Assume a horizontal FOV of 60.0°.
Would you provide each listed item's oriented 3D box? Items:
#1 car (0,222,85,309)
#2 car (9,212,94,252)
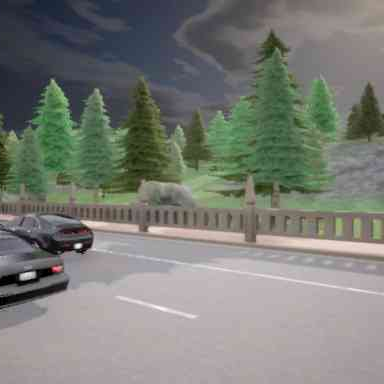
[{"bbox_3d":[-4.983,1.563,7.475,5.357,1.411,2.033,0,0,36],"label":"car"},{"bbox_3d":[-5.690,1.527,12.312,4.892,1.490,1.837,0,0,36],"label":"car"}]
